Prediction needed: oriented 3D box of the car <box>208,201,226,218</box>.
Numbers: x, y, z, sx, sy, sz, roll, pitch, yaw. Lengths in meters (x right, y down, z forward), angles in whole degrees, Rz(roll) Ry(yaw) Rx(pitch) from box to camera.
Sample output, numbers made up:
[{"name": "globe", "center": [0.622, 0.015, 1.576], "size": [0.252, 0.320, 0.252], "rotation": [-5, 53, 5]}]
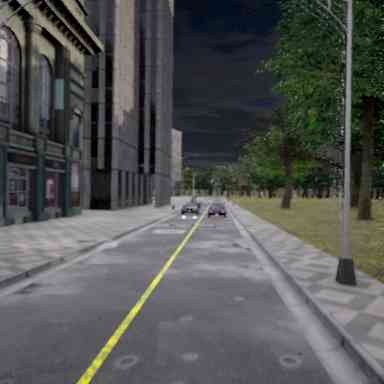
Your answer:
[{"name": "car", "center": [2.659, 1.972, 35.114], "size": [1.895, 1.301, 4.718], "rotation": [1, 0, 5]}]

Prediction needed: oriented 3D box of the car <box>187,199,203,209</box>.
[{"name": "car", "center": [0.481, 1.654, 46.713], "size": [1.895, 1.301, 4.718], "rotation": [1, 0, 4]}]

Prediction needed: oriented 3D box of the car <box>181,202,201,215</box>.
[{"name": "car", "center": [-0.115, 1.919, 38.968], "size": [1.994, 1.385, 4.181], "rotation": [1, 0, 4]}]
